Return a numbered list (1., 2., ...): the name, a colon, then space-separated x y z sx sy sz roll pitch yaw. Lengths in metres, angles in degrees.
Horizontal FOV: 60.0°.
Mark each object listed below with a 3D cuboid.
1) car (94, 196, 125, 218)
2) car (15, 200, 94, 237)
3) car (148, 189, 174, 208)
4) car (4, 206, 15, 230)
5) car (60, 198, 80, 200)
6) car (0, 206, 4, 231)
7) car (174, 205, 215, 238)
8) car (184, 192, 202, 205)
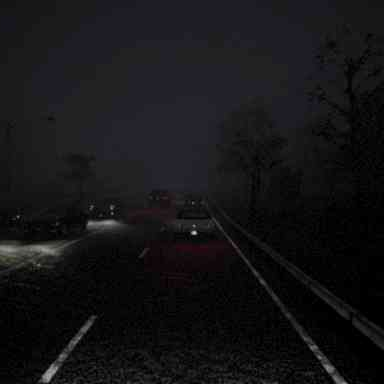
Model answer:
1. car: -7.026 1.170 27.921 2.097 1.767 4.553 0 2 0
2. car: -7.091 1.426 17.814 1.882 1.535 5.008 0 0 0
3. car: -3.508 0.636 36.751 2.150 2.045 5.566 0 3 0
4. car: -10.585 1.474 17.803 1.812 1.442 4.674 0 0 0
5. car: -10.516 1.287 28.177 1.882 1.535 5.008 0 2 0
6. car: -7.104 1.199 7.735 2.150 2.045 5.566 0 0 0
7. car: 0.097 1.550 17.320 1.895 1.301 4.718 0 0 0
8. car: 0.092 0.813 38.722 1.837 1.490 4.892 0 3 0
